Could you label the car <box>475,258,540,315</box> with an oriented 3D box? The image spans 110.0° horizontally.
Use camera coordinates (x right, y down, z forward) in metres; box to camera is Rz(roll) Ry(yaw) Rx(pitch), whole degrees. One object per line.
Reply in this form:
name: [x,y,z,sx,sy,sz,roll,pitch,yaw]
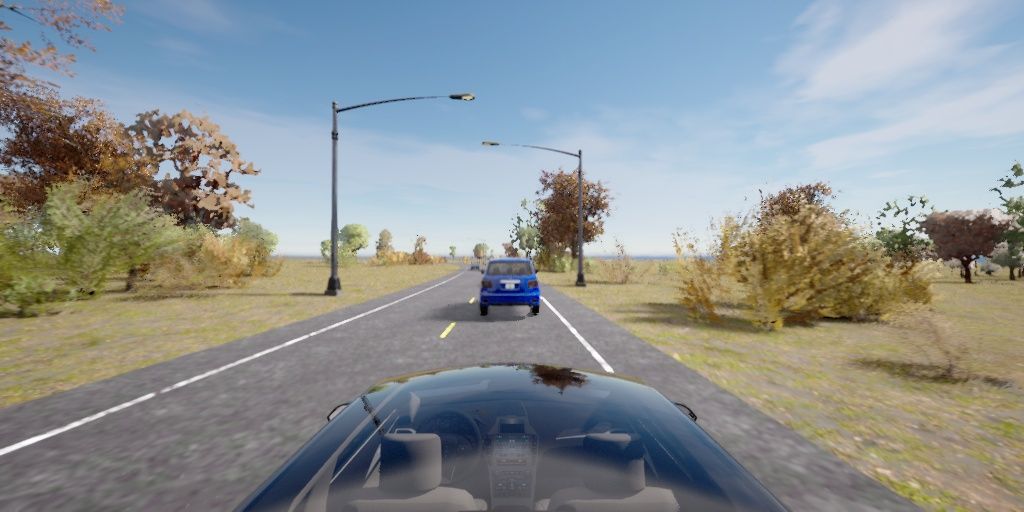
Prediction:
car: [-0.108,1.099,14.484,2.150,2.045,5.566,0,0,-1]
